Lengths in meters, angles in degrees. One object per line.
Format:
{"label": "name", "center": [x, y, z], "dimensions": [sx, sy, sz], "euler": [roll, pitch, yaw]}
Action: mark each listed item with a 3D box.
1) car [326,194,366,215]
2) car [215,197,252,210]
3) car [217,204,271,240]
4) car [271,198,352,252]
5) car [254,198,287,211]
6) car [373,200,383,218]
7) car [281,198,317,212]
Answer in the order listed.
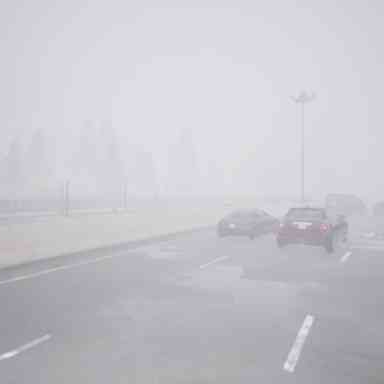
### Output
{"label": "car", "center": [14.161, 1.169, 30.756], "dimensions": [2.150, 2.045, 5.566], "euler": [0, -1, 44]}
{"label": "car", "center": [5.322, 1.399, 41.907], "dimensions": [5.008, 1.535, 1.882], "euler": [0, 0, -44]}
{"label": "car", "center": [2.983, 1.532, 17.052], "dimensions": [1.994, 1.385, 4.181], "euler": [0, 0, 34]}
{"label": "car", "center": [5.253, 1.329, 14.159], "dimensions": [2.097, 1.767, 4.553], "euler": [0, 0, 33]}
{"label": "car", "center": [9.790, 1.492, 41.329], "dimensions": [4.181, 1.385, 1.994], "euler": [0, 0, -43]}
{"label": "car", "center": [17.384, 1.450, 28.977], "dimensions": [4.902, 1.511, 2.128], "euler": [0, 0, -45]}
{"label": "car", "center": [12.711, 1.440, 39.268], "dimensions": [4.892, 1.490, 1.837], "euler": [0, 0, -43]}
